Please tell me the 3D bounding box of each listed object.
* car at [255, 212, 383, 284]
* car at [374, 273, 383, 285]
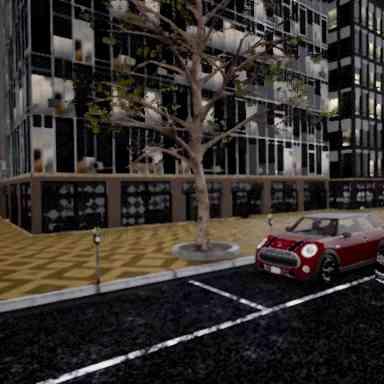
[{"bbox_3d":[3.627,1.325,9.152,4.097,1.590,1.967,-1,0,-35],"label":"car"},{"bbox_3d":[6.132,1.358,7.751,4.902,1.511,2.128,-1,1,-36],"label":"car"}]
